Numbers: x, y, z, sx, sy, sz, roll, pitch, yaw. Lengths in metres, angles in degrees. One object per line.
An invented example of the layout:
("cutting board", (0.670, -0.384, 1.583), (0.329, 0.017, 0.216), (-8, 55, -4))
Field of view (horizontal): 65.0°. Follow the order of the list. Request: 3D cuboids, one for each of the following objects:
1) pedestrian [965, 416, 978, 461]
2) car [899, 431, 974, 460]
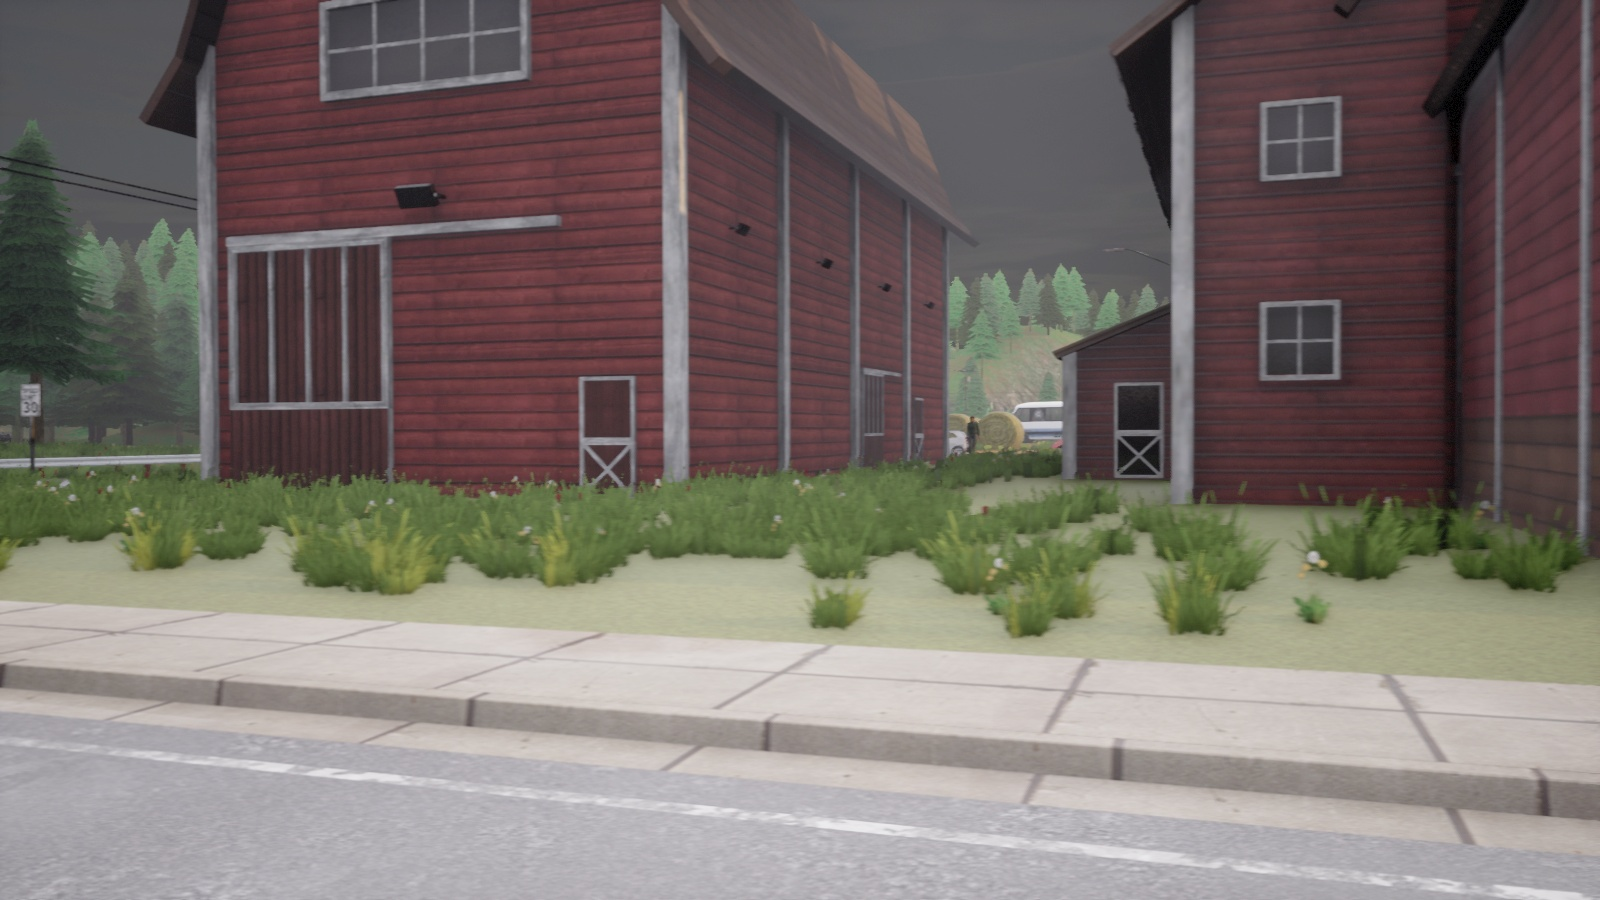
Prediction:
("pedestrian", (7.067, -0.460, 51.745), (0.353, 1.847, 0.614), (1, 1, 21))
("car", (7.294, -0.238, 67.095), (3.633, 1.501, 1.845), (1, 1, 19))
